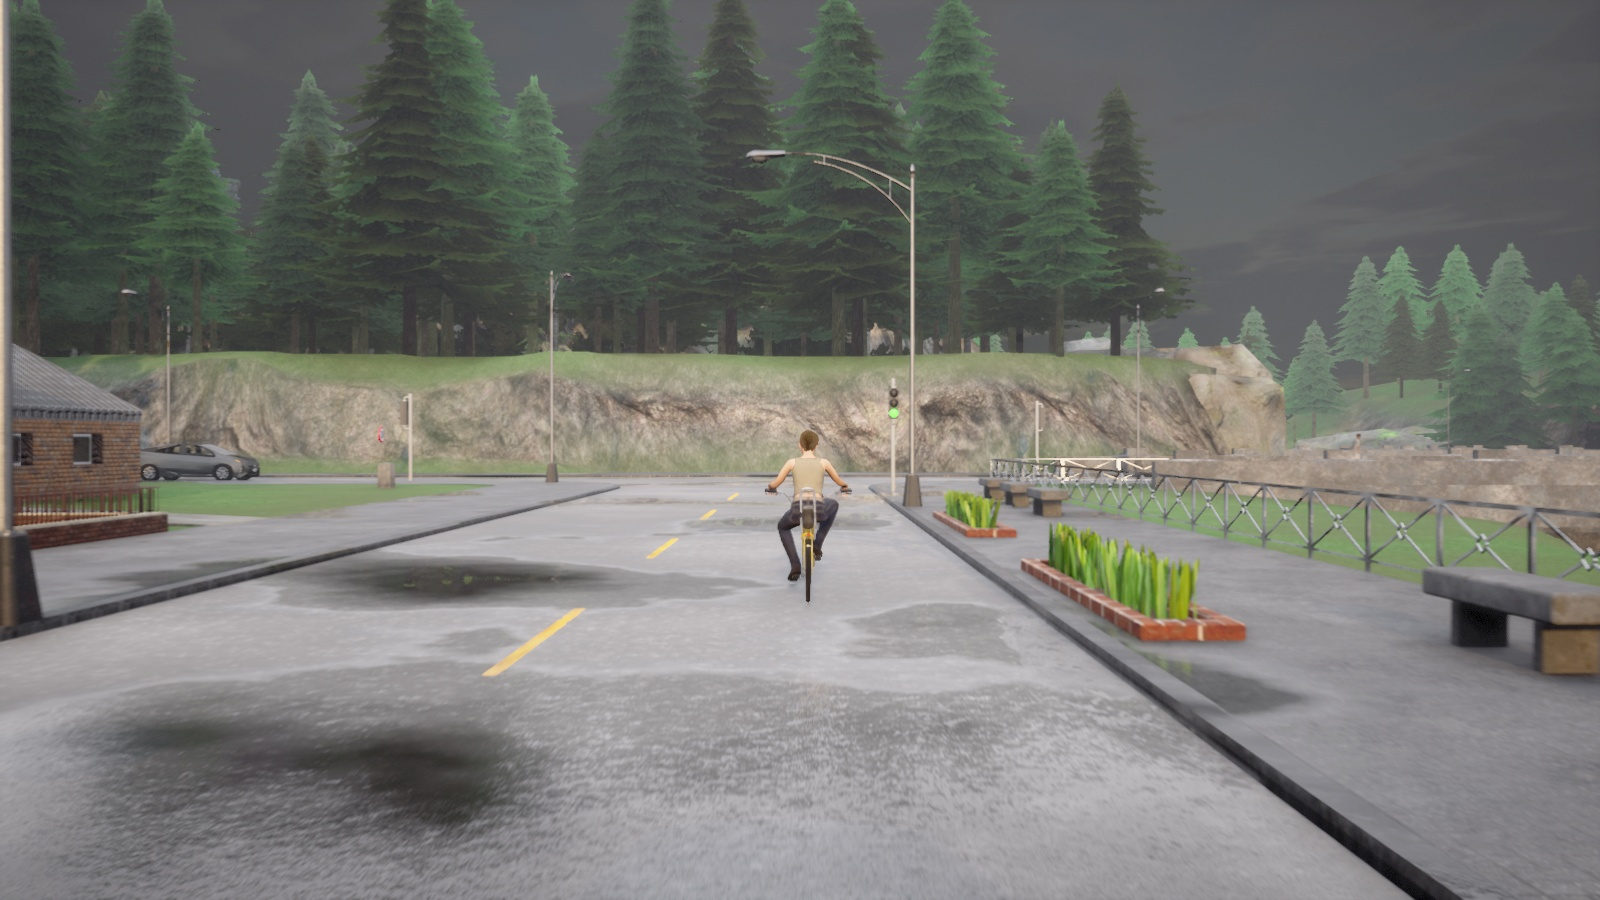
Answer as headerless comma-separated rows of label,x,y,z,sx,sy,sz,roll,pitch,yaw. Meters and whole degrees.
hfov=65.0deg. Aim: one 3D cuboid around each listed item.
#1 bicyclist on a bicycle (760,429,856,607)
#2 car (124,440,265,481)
bicyclist on a bicycle,0.080,0.615,12.147,0.866,1.612,1.509,0,0,1
car,-23.431,0.399,48.736,4.514,1.525,2.007,0,0,0
